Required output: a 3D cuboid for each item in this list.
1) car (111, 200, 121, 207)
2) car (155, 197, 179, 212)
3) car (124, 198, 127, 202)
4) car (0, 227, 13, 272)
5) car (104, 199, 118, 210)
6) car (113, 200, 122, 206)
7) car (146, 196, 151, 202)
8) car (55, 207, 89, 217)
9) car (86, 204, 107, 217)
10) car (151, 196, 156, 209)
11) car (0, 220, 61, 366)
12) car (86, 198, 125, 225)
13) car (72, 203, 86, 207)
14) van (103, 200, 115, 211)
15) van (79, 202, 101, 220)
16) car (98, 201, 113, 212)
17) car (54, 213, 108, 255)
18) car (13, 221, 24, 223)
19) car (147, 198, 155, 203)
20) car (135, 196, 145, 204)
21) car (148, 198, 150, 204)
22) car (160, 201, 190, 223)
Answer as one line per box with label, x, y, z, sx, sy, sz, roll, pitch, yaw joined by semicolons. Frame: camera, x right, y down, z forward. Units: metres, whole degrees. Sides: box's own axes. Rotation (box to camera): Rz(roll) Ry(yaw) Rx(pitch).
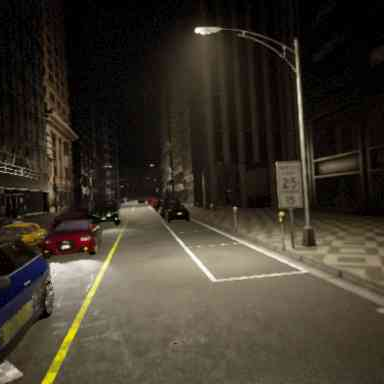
car;-17.499;2.695;76.380;1.887;1.381;4.507;-3;0;-9
car;-2.163;1.536;33.238;2.192;1.841;5.009;-3;0;-9
car;-20.102;2.854;93.052;1.887;1.381;4.507;-3;0;-9
car;-7.094;1.981;9.692;1.887;1.381;4.507;-3;0;-9
car;-15.775;2.356;65.267;2.192;1.841;5.009;-3;0;-9
car;-18.341;2.727;81.770;1.752;1.417;4.829;-3;0;-9
car;-8.232;1.936;72.137;2.192;1.841;5.009;-3;0;-9
car;-9.695;2.178;26.365;1.887;1.381;4.507;-3;0;-9
car;-12.296;2.367;43.037;2.008;1.369;4.403;-3;0;-9
car;-3.896;1.656;44.352;2.192;1.841;5.009;-3;0;-9
car;-3.542;1.569;4.671;2.097;1.767;4.553;-3;0;-9
car;-7.196;1.718;28.106;2.150;2.045;5.566;-3;0;-9
car;-10.573;2.011;31.923;2.192;1.841;5.009;-3;0;-9
van;-14.907;2.326;59.710;1.690;1.788;3.998;-3;0;-9
van;-11.438;2.098;37.481;1.690;1.788;3.998;-3;0;-9
car;-14.035;2.370;54.152;1.967;1.590;4.097;-3;0;-9
car;-5.059;1.900;14.480;1.994;1.385;4.181;-3;0;-9
car;-7.936;2.027;15.082;1.752;1.417;4.829;-3;0;-9
car;-11.690;2.385;94.365;2.008;1.369;4.403;-3;0;-9
car;-13.180;2.459;86.582;1.994;1.385;4.181;-3;0;-9
car;-6.487;2.055;61.023;1.887;1.381;4.507;-3;0;-9
car;-1.284;1.724;27.680;1.947;1.339;4.313;-3;0;-9
